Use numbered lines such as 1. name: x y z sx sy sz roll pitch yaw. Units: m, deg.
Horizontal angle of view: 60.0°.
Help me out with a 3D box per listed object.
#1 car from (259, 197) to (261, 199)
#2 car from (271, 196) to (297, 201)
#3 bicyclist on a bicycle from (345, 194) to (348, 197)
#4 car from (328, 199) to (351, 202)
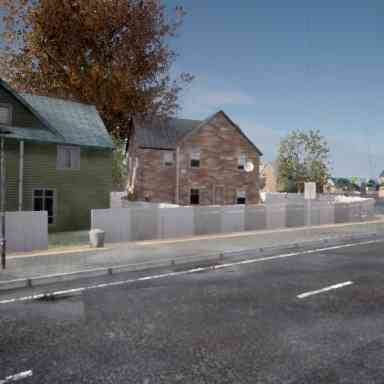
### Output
1. car: 9.560 0.976 55.482 1.895 1.301 4.718 1 0 -19
2. car: 12.872 1.007 46.160 1.882 1.535 5.008 1 0 -20
3. bicyclist on a bicycle: 20.102 1.033 43.342 1.656 1.620 0.582 1 0 -20
4. car: 16.190 1.188 36.835 1.837 1.490 4.892 1 1 -20
